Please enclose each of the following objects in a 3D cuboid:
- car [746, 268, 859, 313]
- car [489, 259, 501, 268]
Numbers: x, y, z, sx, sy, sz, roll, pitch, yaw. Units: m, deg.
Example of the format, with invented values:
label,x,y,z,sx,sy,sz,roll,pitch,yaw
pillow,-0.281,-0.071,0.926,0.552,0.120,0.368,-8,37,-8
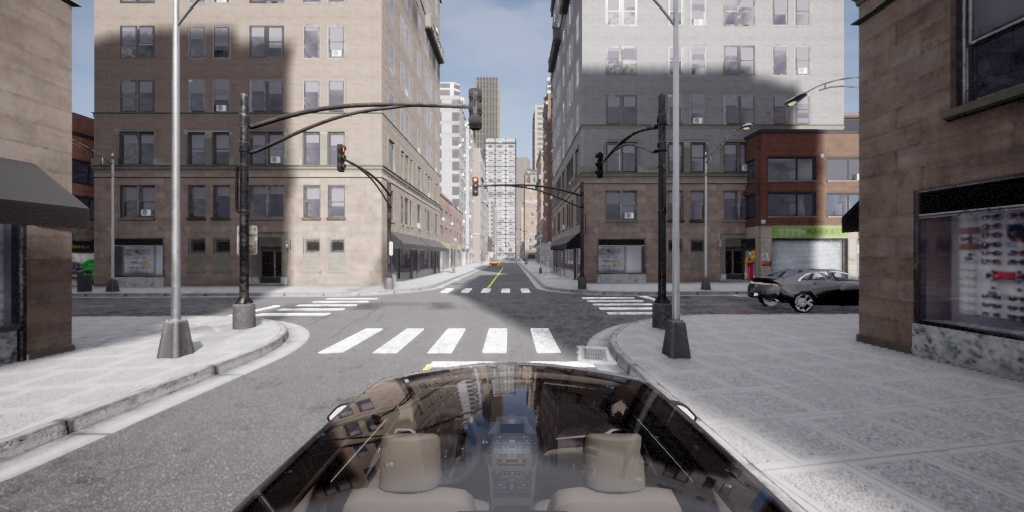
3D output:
label,x,y,z,sx,sy,sz,roll,pitch,yaw
car,11.428,1.212,13.230,4.902,1.511,2.128,0,0,0
car,-2.996,1.224,62.914,1.882,1.535,5.008,0,0,0
